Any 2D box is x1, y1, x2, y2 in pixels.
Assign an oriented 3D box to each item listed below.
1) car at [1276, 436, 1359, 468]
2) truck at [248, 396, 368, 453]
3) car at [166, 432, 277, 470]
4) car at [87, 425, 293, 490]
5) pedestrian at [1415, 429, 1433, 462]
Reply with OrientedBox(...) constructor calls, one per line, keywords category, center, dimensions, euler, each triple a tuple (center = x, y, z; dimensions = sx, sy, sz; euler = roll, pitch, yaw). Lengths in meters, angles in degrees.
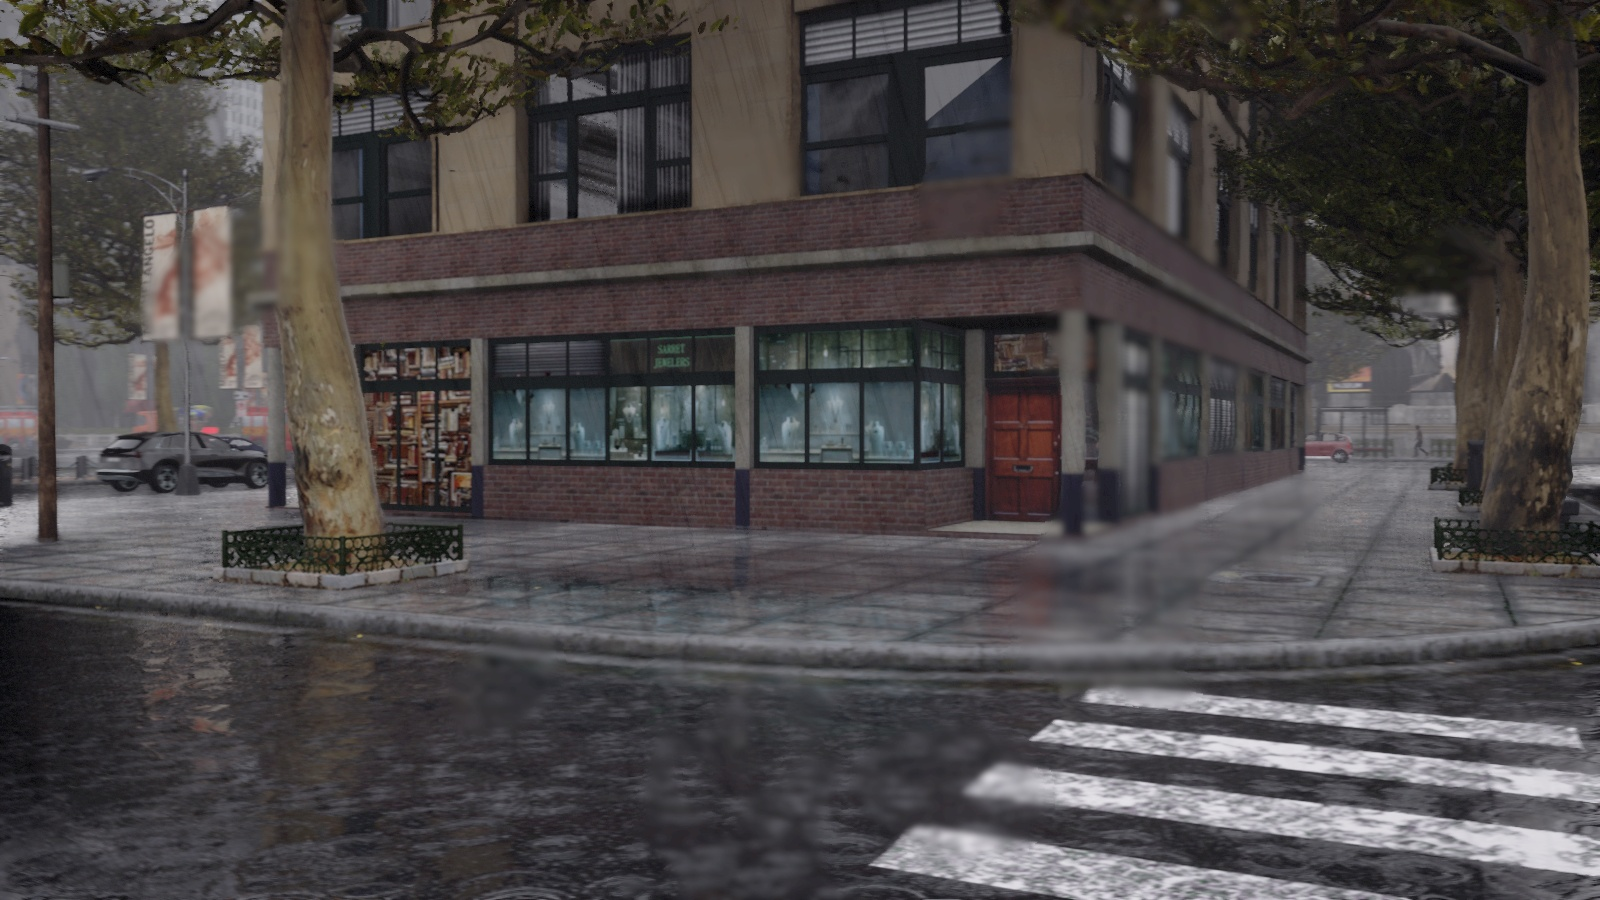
OrientedBox(category="car", center=(26.016, 0.081, 63.151), dimensions=(3.705, 1.549, 1.789), euler=(1, 1, 28))
OrientedBox(category="truck", center=(-34.006, -1.761, 86.710), dimensions=(8.468, 3.827, 2.891), euler=(1, 1, 27))
OrientedBox(category="car", center=(-22.997, 0.010, 50.109), dimensions=(1.812, 1.442, 4.674), euler=(0, 1, 7))
OrientedBox(category="car", center=(-16.747, 0.167, 34.759), dimensions=(2.033, 1.649, 4.856), euler=(1, 1, 27))
OrientedBox(category="pedestrian", center=(34.187, -0.270, 68.827), dimensions=(0.869, 1.805, 0.328), euler=(1, 1, 28))
